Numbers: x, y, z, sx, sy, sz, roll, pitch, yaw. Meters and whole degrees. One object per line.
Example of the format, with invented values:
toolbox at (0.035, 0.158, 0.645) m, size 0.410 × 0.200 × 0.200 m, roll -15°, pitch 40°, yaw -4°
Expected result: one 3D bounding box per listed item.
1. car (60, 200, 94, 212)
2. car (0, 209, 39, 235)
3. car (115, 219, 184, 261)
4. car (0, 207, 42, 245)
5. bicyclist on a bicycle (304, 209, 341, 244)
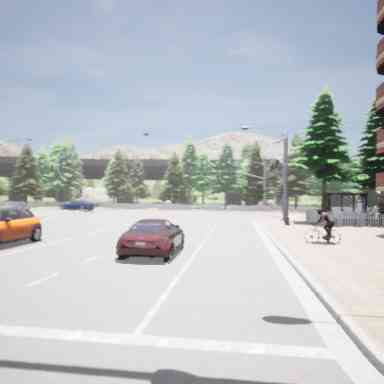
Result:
car at (-16.301, 1.940, 47.261) m, size 5.008 × 1.535 × 1.882 m, roll 1°, pitch -1°, yaw 18°
car at (-11.434, 1.763, 19.916) m, size 1.895 × 1.301 × 4.718 m, roll 1°, pitch -1°, yaw 8°
car at (-1.507, 1.754, 13.225) m, size 1.994 × 1.385 × 4.181 m, roll 1°, pitch -1°, yaw 7°
car at (-8.630, 1.468, 14.516) m, size 2.097 × 1.767 × 4.553 m, roll 1°, pitch -1°, yaw 8°
bicyclist on a bicycle at (6.084, 1.627, 15.472) m, size 1.656 × 1.620 × 0.582 m, roll 0°, pitch -1°, yaw 7°
